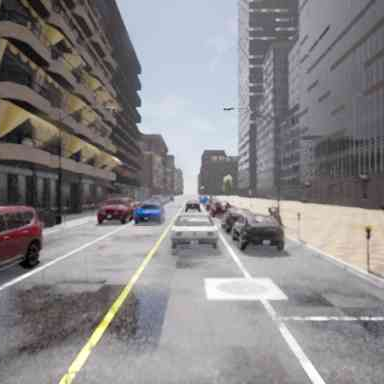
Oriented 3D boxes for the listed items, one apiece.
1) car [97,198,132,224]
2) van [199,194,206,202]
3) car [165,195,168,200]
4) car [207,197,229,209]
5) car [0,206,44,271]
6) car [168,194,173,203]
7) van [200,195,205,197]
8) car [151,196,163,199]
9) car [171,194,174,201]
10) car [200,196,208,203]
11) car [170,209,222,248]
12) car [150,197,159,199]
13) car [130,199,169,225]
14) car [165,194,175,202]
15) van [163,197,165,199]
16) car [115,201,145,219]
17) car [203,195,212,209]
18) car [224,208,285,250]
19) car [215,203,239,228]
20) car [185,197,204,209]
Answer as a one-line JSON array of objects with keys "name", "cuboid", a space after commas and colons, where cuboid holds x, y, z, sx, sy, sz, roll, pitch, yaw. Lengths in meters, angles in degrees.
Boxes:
[{"name": "car", "cuboid": [-5.675, 1.372, 25.339, 2.192, 1.841, 5.009, 1, 0, 0]}, {"name": "van", "cuboid": [2.705, 1.547, 86.605, 1.690, 1.788, 3.998, 1, 0, 0]}, {"name": "car", "cuboid": [-5.678, 1.661, 58.587, 1.752, 1.417, 4.829, 1, 0, 0]}, {"name": "car", "cuboid": [2.703, 1.510, 30.907, 1.967, 1.590, 4.097, 1, 0, 0]}, {"name": "car", "cuboid": [-5.675, 1.334, 8.631, 2.192, 1.841, 5.009, 1, 0, 0]}, {"name": "car", "cuboid": [-5.678, 1.715, 69.895, 2.008, 1.369, 4.403, 1, 0, 0]}, {"name": "van", "cuboid": [2.705, 1.478, 58.757, 1.690, 1.788, 3.998, 1, 0, 0]}, {"name": "car", "cuboid": [-5.679, 1.660, 47.617, 2.008, 1.369, 4.403, 1, 0, 0]}, {"name": "car", "cuboid": [-5.678, 1.703, 75.296, 1.752, 1.417, 4.829, 1, 0, 0]}, {"name": "car", "cuboid": [2.702, 1.703, 75.634, 1.752, 1.417, 4.829, 1, 0, 0]}, {"name": "car", "cuboid": [0.101, 1.634, 14.879, 1.895, 1.301, 4.718, 0, 0, 0]}, {"name": "car", "cuboid": [-5.679, 1.662, 42.047, 1.947, 1.339, 4.313, 1, 0, 0]}, {"name": "car", "cuboid": [-3.062, 1.533, 24.816, 1.882, 1.535, 5.008, 0, 0, 0]}, {"name": "car", "cuboid": [-5.675, 1.521, 86.605, 2.192, 1.841, 5.009, 1, 0, 0]}, {"name": "van", "cuboid": [-5.675, 1.464, 53.188, 1.690, 1.788, 3.998, 1, 0, 0]}, {"name": "car", "cuboid": [-5.679, 1.614, 30.908, 1.887, 1.381, 4.507, 1, 0, 0]}, {"name": "car", "cuboid": [2.703, 1.536, 42.047, 1.967, 1.590, 4.097, 1, 0, 0]}, {"name": "car", "cuboid": [2.701, 1.583, 14.199, 2.008, 1.369, 4.403, 1, 0, 0]}, {"name": "car", "cuboid": [2.702, 1.595, 19.767, 2.008, 1.369, 4.403, 1, 0, 0]}, {"name": "car", "cuboid": [0.102, 1.642, 41.441, 2.033, 1.411, 5.357, 0, 0, 0]}]
